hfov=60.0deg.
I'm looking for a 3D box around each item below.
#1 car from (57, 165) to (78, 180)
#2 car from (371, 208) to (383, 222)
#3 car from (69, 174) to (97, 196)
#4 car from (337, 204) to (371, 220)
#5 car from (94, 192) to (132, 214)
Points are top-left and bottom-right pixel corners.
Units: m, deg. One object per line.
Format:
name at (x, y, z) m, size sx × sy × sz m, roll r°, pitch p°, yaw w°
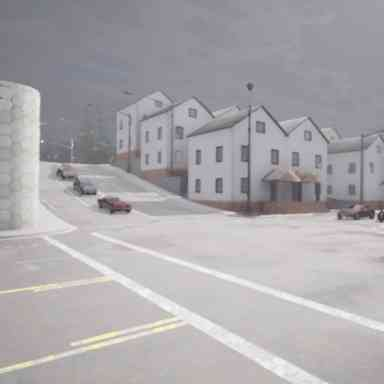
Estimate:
car at (-17.199, -2.740, 46.065) m, size 2.097 × 1.767 × 4.553 m, roll 1°, pitch 13°, yaw -34°
car at (18.534, 1.924, 29.843) m, size 4.892 × 1.490 × 1.837 m, roll 1°, pitch -1°, yaw -34°
car at (-12.663, -0.636, 39.383) m, size 1.837 × 1.490 × 4.892 m, roll 1°, pitch 13°, yaw -34°
car at (16.087, 1.938, 32.415) m, size 4.674 × 1.442 × 1.812 m, roll 1°, pitch -1°, yaw -35°
car at (-7.390, 1.131, 31.662) m, size 1.895 × 1.301 × 4.718 m, roll 1°, pitch 6°, yaw -35°
